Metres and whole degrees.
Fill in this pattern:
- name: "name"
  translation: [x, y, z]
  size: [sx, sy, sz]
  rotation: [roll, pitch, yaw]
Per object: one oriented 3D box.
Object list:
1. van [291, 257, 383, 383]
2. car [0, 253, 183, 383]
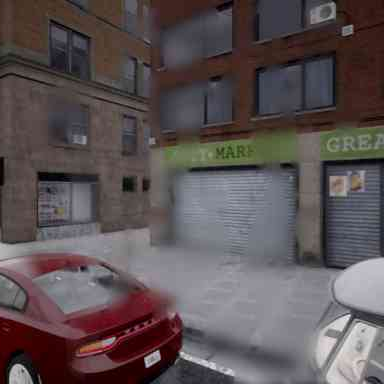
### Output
- name: "van"
  translation: [2.398, 1.341, 1.367]
  size: [3.998, 1.788, 1.690]
  rotation: [0, 0, 35]
- name: "car"
  translation: [-2.211, 1.544, 4.653]
  size: [4.507, 1.381, 1.887]
  rotation: [0, 0, 35]
